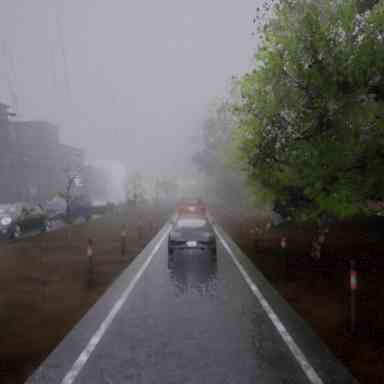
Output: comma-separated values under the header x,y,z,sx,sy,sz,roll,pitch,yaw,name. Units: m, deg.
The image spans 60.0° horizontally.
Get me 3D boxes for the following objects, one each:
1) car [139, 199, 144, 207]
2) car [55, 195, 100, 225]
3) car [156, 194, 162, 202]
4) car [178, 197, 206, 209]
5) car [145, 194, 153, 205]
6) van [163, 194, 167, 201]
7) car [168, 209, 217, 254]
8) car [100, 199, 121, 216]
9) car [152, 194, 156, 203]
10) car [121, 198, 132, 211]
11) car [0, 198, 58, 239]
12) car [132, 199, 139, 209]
x,y,z,sx,sy,sz,roll,pitch,yaw,name
-9.029,1.612,50.775,1.946,1.575,5.366,0,0,2,car
-8.987,1.222,24.344,2.435,2.045,5.566,0,0,2,car
-9.056,1.494,76.461,2.435,2.045,5.566,0,0,1,car
0.008,1.441,27.571,2.150,2.045,5.566,0,0,0,car
-9.036,1.656,61.027,2.097,1.535,5.008,0,0,2,car
-9.085,1.600,94.176,1.878,1.987,4.442,0,0,2,van
0.027,1.649,13.916,1.812,1.442,4.674,0,0,1,car
-8.998,1.538,33.296,2.097,1.535,5.008,0,0,2,car
-9.044,1.668,66.575,2.097,1.535,5.008,0,-1,2,car
-9.006,1.581,38.837,2.231,1.521,4.892,0,0,2,car
-8.974,1.312,16.690,2.185,1.767,4.553,0,-1,2,car
-9.013,1.602,44.393,2.097,1.535,5.008,0,-1,2,car
